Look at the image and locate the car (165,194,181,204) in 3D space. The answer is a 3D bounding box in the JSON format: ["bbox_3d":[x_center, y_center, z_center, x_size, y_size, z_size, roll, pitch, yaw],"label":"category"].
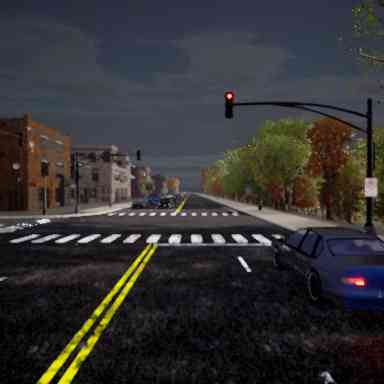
[{"bbox_3d":[-3.425,1.507,59.699,1.994,1.385,4.181,0,0,0],"label":"car"}]

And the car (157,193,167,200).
[{"bbox_3d":[-6.685,1.069,75.352,1.812,1.442,4.674,0,0,0],"label":"car"}]

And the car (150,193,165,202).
[{"bbox_3d":[-6.666,1.164,60.061,2.150,2.045,5.566,0,0,0],"label":"car"}]

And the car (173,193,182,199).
[{"bbox_3d":[-3.434,1.141,75.145,2.150,2.045,5.566,0,0,0],"label":"car"}]

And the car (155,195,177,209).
[{"bbox_3d":[-3.403,1.462,43.844,1.837,1.490,4.892,0,0,0],"label":"car"}]

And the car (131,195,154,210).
[{"bbox_3d":[-6.654,1.505,43.551,2.033,1.411,5.357,0,0,0],"label":"car"}]

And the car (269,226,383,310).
[{"bbox_3d":[3.346,1.539,8.059,2.033,1.411,5.357,0,0,0],"label":"car"}]
